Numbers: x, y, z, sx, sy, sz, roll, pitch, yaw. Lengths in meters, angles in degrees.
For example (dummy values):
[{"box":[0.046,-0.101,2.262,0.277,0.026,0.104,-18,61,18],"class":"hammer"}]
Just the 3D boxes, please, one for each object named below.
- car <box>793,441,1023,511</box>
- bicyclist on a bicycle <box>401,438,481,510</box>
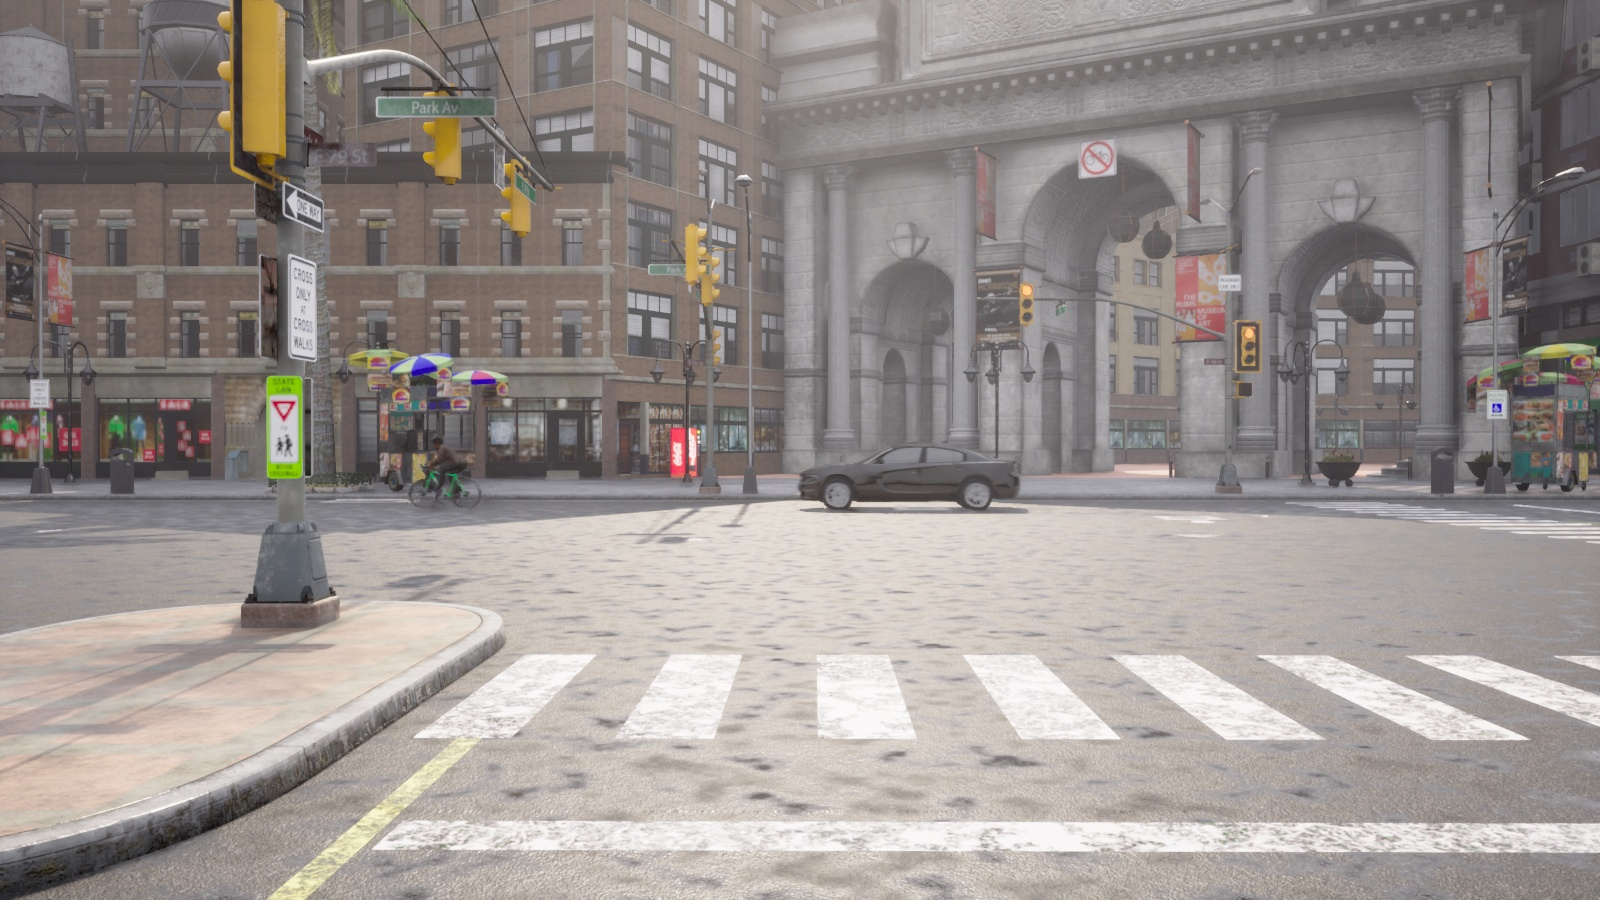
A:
[{"box":[2.374,0.566,28.381,5.008,1.535,1.882,0,0,1],"class":"car"},{"box":[-8.144,0.532,28.529,1.656,1.620,0.582,0,0,1],"class":"bicyclist on a bicycle"}]
